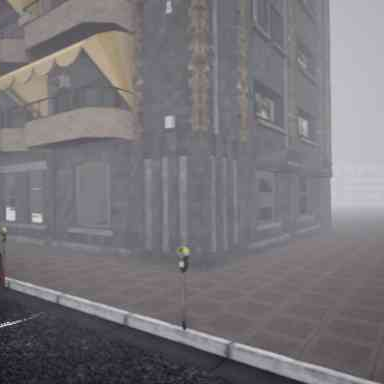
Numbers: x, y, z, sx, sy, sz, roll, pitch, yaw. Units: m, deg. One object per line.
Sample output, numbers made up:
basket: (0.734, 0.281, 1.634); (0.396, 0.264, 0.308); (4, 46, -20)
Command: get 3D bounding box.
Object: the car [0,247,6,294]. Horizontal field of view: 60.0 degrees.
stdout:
car: (-5.814, 1.388, 6.875); (5.009, 1.841, 2.192); (-1, -1, 36)
